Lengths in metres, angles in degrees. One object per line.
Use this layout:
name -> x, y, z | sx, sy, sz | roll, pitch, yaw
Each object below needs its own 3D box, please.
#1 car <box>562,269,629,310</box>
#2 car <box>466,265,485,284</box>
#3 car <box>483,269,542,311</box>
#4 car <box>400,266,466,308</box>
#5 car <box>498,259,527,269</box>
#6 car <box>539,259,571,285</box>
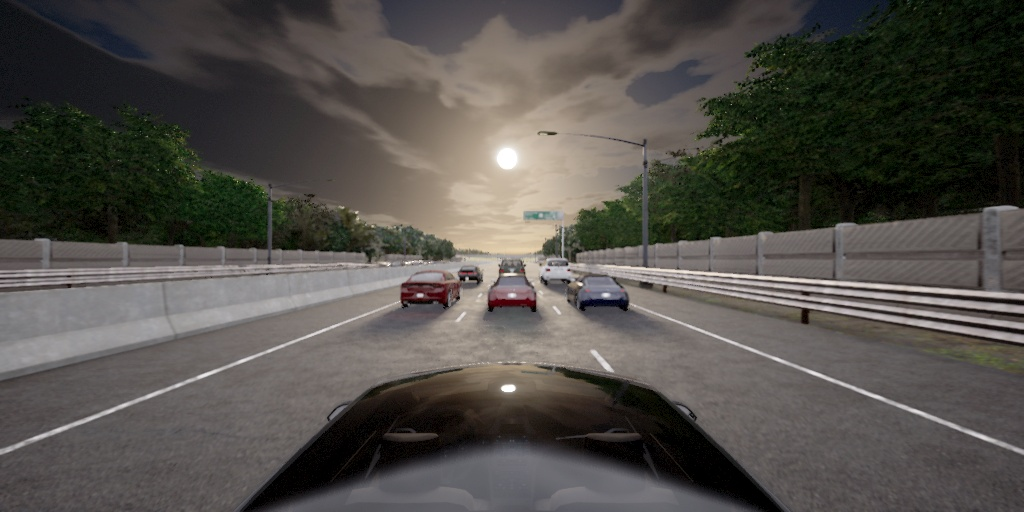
car -> 3.522, 1.442, 15.388 | 1.994, 1.385, 4.181 | 0, 0, 0
car -> -3.480, 1.517, 30.348 | 1.837, 1.490, 4.892 | 0, 0, 0
car -> 0.020, 1.441, 15.302 | 1.994, 1.385, 4.181 | 0, 0, 0
car -> -3.473, 1.361, 16.091 | 1.882, 1.535, 5.008 | 0, 0, 1
car -> 0.008, 1.227, 29.424 | 2.150, 2.045, 5.566 | 0, 0, 0
car -> 3.508, 1.227, 29.423 | 2.150, 2.045, 5.566 | 0, 0, 0
